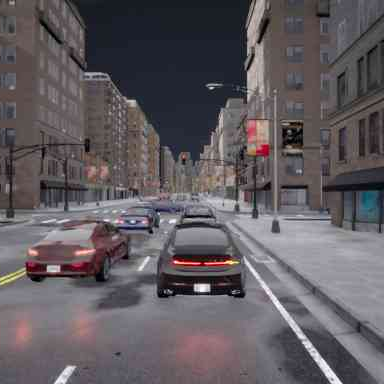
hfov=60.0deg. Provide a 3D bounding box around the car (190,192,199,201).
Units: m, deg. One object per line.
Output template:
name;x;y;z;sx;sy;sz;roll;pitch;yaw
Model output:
car;0.708;1.159;85.701;2.150;2.045;5.566;0;0;0

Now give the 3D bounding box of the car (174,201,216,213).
car;0.291;1.490;17.896;2.128;1.511;4.902;0;0;-1

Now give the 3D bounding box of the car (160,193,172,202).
car;-5.871;1.169;75.499;2.150;2.045;5.566;0;0;0

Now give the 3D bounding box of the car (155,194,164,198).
car;-6.124;1.497;54.145;1.812;1.442;4.674;0;0;1

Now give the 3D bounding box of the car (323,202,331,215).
car;16.015;1.314;33.125;5.566;2.045;2.150;0;-1;0

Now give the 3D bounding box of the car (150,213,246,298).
car;0.205;1.506;8.500;1.837;1.490;4.892;0;0;0

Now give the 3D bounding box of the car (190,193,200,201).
car;0.676;1.479;70.571;1.812;1.442;4.674;0;0;0

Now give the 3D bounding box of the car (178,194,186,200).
car;-2.542;1.244;85.699;1.882;1.535;5.008;0;0;0

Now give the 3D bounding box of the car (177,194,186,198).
car;-2.620;1.492;75.696;1.994;1.385;4.181;0;0;0

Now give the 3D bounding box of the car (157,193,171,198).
car;-5.996;1.181;64.806;2.150;2.045;5.566;0;0;1

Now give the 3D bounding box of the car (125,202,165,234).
car;-2.958;1.545;19.203;2.033;1.411;5.357;0;0;0

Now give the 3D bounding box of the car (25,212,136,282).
car;-3.026;1.526;9.636;1.812;1.442;4.674;0;0;1

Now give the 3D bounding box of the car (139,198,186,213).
car;-3.197;1.542;33.250;4.674;1.442;1.812;0;-1;0
